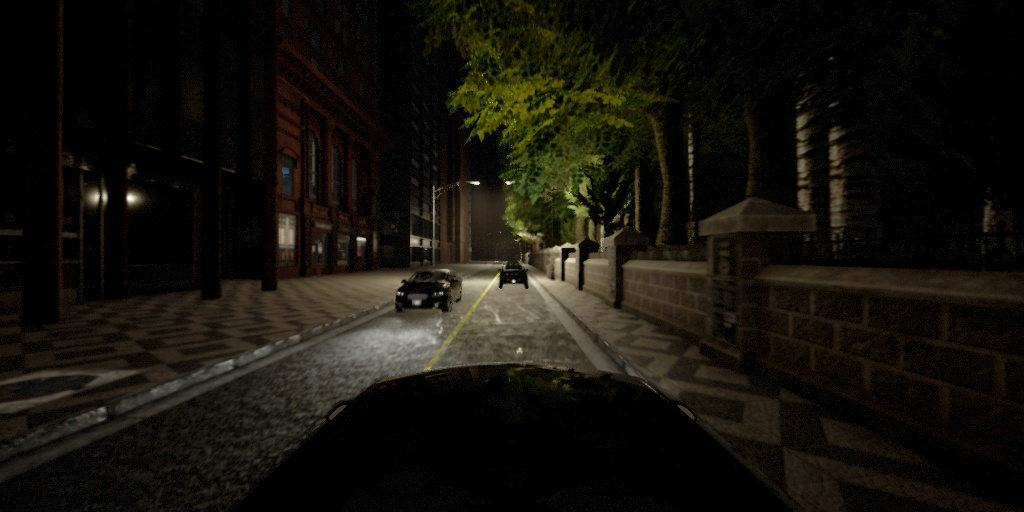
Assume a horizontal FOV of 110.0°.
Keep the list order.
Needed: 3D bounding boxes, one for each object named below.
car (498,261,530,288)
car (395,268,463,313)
[{"bbox_3d":[0.104,1.280,24.194,1.837,1.490,4.892,0,0,0],"label":"car"},{"bbox_3d":[-3.081,1.251,14.098,2.128,1.511,4.902,0,0,0],"label":"car"}]
